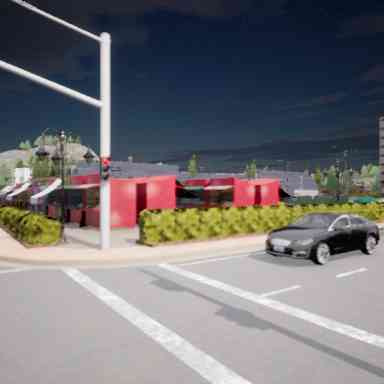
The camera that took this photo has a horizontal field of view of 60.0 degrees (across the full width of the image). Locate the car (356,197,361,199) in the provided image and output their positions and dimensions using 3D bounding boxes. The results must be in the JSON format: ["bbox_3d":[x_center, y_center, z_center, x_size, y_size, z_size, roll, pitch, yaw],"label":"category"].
[{"bbox_3d":[26.336,1.510,53.745,1.970,1.475,3.806,0,0,-35],"label":"car"}]

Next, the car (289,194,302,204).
[{"bbox_3d":[22.367,1.542,69.416,1.970,1.475,3.806,0,0,-35],"label":"car"}]

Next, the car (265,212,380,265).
[{"bbox_3d":[4.653,1.469,11.617,4.902,1.511,2.128,0,0,-36],"label":"car"}]

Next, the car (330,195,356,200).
[{"bbox_3d":[21.802,1.262,50.496,1.932,1.855,4.605,0,0,-35],"label":"car"}]
